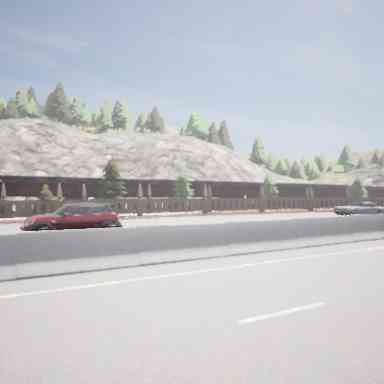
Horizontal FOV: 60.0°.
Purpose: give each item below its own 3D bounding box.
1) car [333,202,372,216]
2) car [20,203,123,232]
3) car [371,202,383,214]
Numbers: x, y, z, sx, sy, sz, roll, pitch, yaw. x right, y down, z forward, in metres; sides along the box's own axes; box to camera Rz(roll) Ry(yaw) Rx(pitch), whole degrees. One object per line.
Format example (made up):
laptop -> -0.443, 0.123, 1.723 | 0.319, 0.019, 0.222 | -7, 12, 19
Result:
car -> 15.090, 1.548, 29.958 | 4.718, 1.301, 1.895 | 0, 0, -20
car -> -5.793, 1.330, 16.139 | 4.553, 1.767, 2.097 | 0, 0, -28
car -> 14.526, 1.513, 22.207 | 4.181, 1.385, 1.994 | 0, 0, -22
